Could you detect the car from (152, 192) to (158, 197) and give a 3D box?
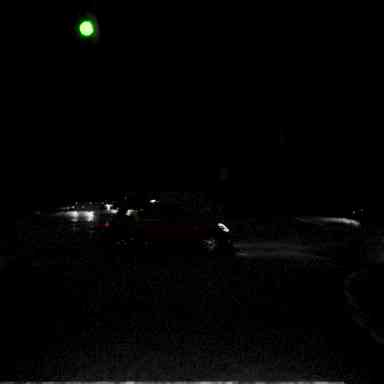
[{"bbox_3d":[-7.027,0.683,57.947,2.033,1.411,5.357,0,1,1],"label":"car"}]

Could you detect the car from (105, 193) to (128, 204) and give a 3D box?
[{"bbox_3d":[-10.586,0.907,47.161,2.033,1.411,5.357,0,1,0],"label":"car"}]

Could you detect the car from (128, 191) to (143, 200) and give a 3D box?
[{"bbox_3d":[-10.504,0.600,61.829,1.994,1.385,4.181,0,2,0],"label":"car"}]

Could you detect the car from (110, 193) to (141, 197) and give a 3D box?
[{"bbox_3d":[-7.089,1.085,35.922,1.994,1.385,4.181,0,1,0],"label":"car"}]

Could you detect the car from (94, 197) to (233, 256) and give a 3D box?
[{"bbox_3d":[-0.858,1.191,11.921,4.553,1.767,2.097,0,1,-3],"label":"car"}]

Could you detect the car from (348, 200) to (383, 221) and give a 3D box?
[{"bbox_3d":[13.278,1.252,23.338,4.181,1.385,1.994,0,1,-3],"label":"car"}]

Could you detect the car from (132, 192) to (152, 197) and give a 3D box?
[{"bbox_3d":[-7.083,0.947,45.782,1.994,1.385,4.181,0,1,0],"label":"car"}]

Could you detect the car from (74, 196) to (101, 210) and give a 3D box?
[{"bbox_3d":[-10.605,1.138,34.713,1.895,1.301,4.718,0,1,0],"label":"car"}]
